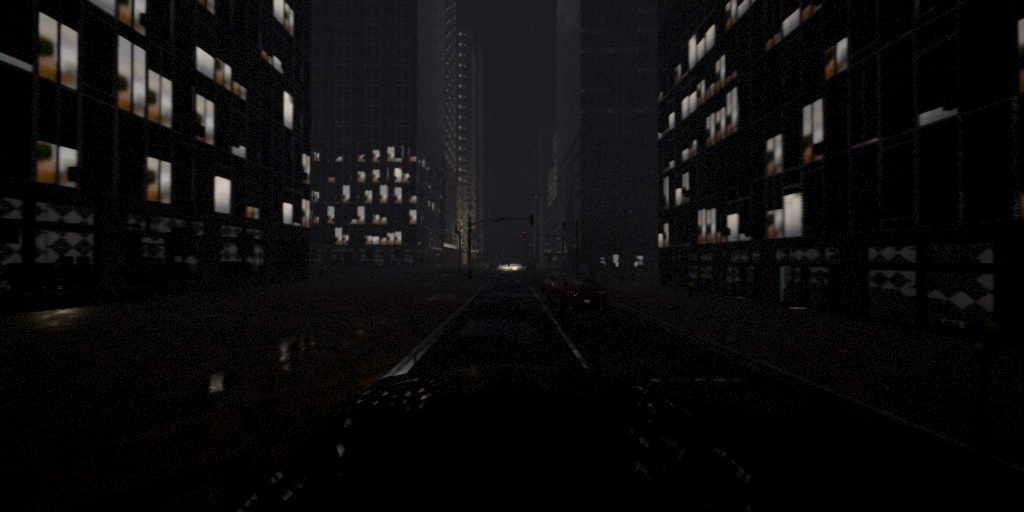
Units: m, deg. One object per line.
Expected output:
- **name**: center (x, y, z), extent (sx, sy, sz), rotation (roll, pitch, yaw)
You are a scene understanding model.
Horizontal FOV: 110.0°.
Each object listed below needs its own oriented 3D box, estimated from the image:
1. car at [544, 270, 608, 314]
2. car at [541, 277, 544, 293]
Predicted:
- **car**: center (2.559, 1.435, 14.471), extent (1.888, 1.381, 4.507), rotation (0, 0, 0)
- **car**: center (2.556, 1.475, 20.192), extent (1.751, 1.417, 4.829), rotation (0, 0, 0)
